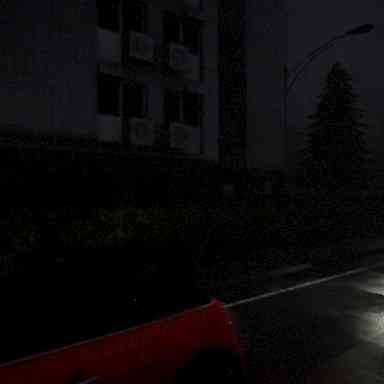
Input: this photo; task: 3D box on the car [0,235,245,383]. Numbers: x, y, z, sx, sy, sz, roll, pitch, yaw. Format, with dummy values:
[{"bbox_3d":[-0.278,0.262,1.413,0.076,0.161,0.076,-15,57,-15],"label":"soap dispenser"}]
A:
[{"bbox_3d":[-1.756,1.351,2.733,4.553,1.767,2.097,0,0,-35],"label":"car"}]
